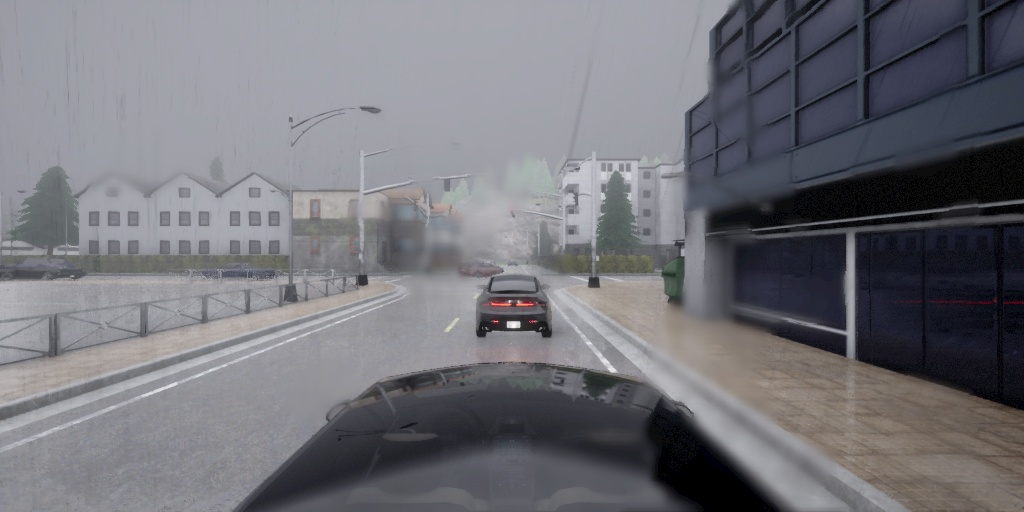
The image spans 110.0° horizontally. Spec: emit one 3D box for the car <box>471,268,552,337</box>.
[{"bbox_3d":[0.069,1.255,10.258,1.837,1.490,4.892,0,0,1],"label":"car"}]

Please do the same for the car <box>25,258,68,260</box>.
[{"bbox_3d":[-39.834,0.926,30.204,4.553,1.767,2.097,0,0,0],"label":"car"}]

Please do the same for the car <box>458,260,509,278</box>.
[{"bbox_3d":[-2.593,1.221,30.921,1.994,1.385,4.181,1,0,41],"label":"car"}]

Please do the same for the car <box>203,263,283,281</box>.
[{"bbox_3d":[-19.690,1.175,26.421,4.718,1.301,1.895,0,0,0],"label":"car"}]

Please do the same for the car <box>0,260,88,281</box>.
[{"bbox_3d":[-34.635,1.174,26.501,4.718,1.301,1.895,0,0,0],"label":"car"}]
